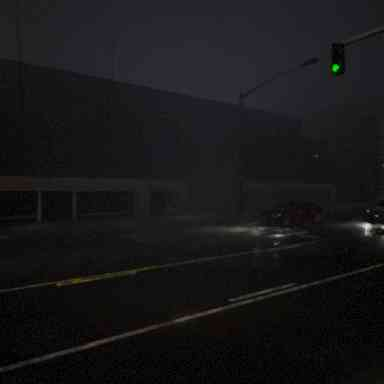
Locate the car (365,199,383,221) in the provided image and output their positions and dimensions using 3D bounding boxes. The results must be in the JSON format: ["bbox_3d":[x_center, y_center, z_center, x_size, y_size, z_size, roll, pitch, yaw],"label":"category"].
[{"bbox_3d":[13.352,1.144,22.001,4.674,1.442,1.812,-2,1,-35],"label":"car"}]

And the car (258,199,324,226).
[{"bbox_3d":[6.402,1.245,21.386,5.008,1.535,1.882,-2,1,-35],"label":"car"}]
